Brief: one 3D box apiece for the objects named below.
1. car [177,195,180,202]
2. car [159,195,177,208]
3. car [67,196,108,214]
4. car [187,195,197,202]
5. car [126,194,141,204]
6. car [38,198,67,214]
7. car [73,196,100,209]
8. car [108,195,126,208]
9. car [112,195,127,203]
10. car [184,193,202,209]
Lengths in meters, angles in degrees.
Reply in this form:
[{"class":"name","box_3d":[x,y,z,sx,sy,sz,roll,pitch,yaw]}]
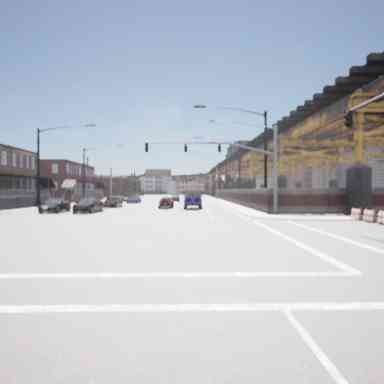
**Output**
[{"class":"car","box_3d":[-3.445,1.337,67.360,2.033,1.411,5.357,0,0,0]},{"class":"car","box_3d":[-3.389,1.385,44.698,1.812,1.442,4.674,0,0,0]},{"class":"car","box_3d":[-10.573,1.371,34.063,1.882,1.535,5.008,0,0,2]},{"class":"car","box_3d":[0.073,1.349,68.731,1.994,1.385,4.181,0,0,0]},{"class":"car","box_3d":[-10.522,1.163,60.125,2.097,1.767,4.553,0,0,1]},{"class":"car","box_3d":[-14.073,1.384,34.253,2.128,1.511,4.902,0,0,0]},{"class":"car","box_3d":[-14.063,1.352,44.698,2.128,1.511,4.902,0,0,0]},{"class":"car","box_3d":[-10.566,1.365,44.389,1.837,1.490,4.892,0,0,0]},{"class":"car","box_3d":[-13.978,1.325,64.140,1.812,1.442,4.674,0,0,0]},{"class":"car","box_3d":[0.123,1.087,42.885,2.150,2.045,5.566,0,0,0]}]
